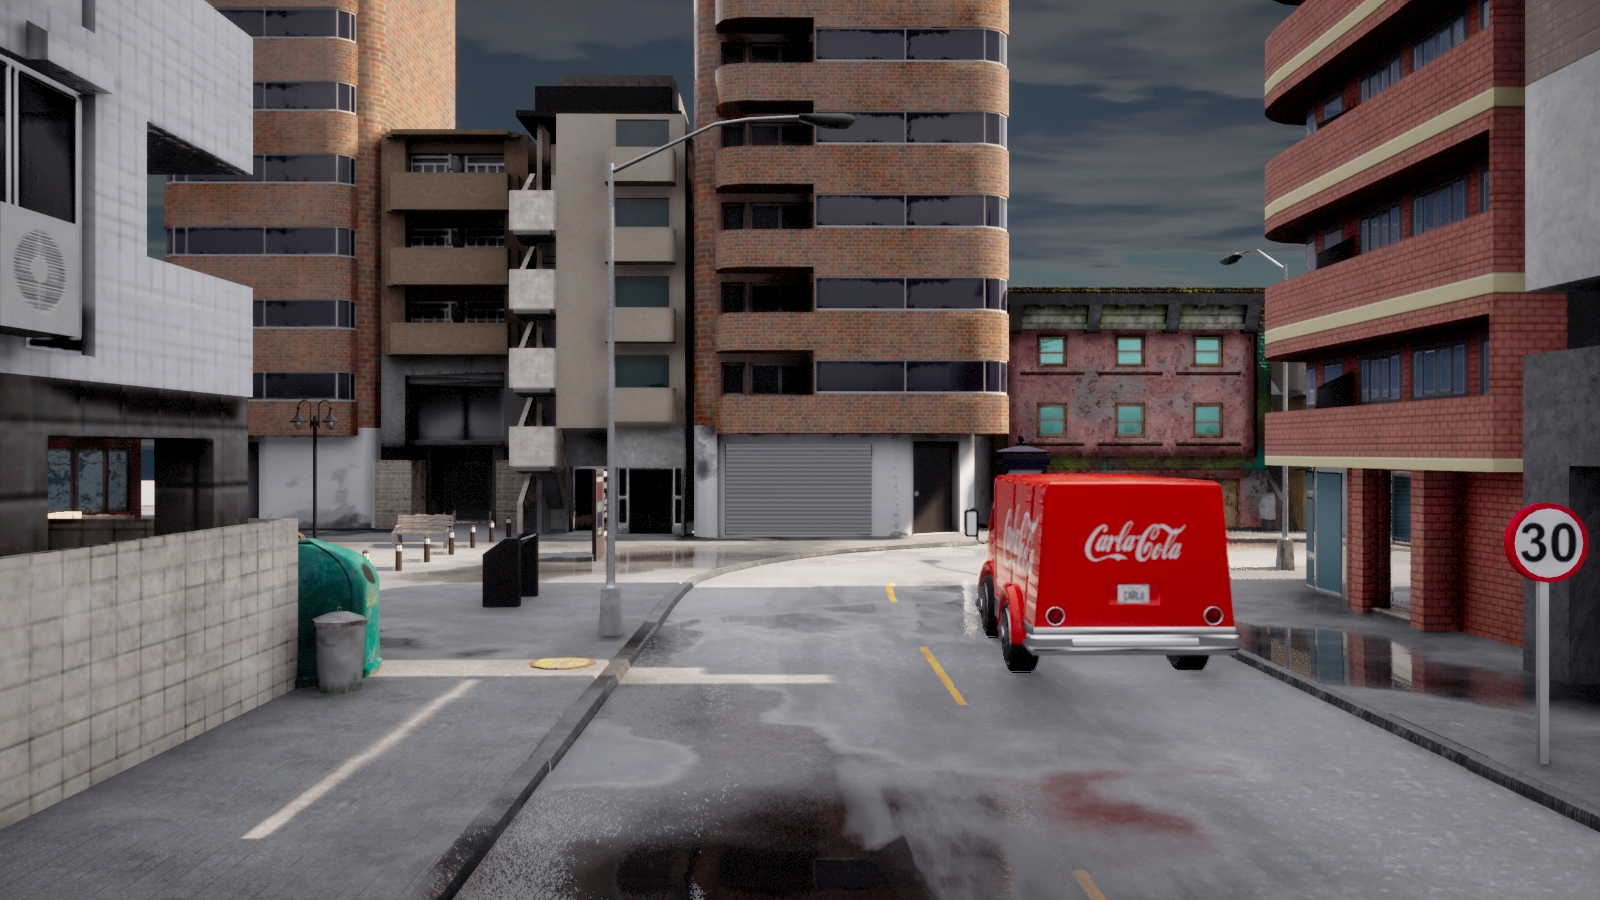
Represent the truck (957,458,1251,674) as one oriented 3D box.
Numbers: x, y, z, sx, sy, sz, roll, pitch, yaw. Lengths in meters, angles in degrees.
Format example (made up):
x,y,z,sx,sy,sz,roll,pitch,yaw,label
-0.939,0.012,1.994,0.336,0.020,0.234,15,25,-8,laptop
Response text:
x,y,z,sx,sy,sz,roll,pitch,yaw,label
3.848,1.350,15.707,2.627,2.467,5.204,0,0,0,truck
